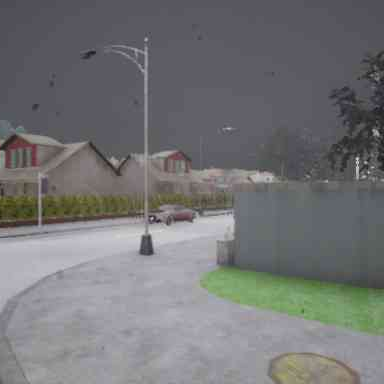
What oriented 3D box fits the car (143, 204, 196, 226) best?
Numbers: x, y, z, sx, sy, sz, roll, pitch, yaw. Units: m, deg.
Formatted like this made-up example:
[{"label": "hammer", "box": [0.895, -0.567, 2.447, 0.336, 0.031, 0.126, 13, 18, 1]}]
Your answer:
[{"label": "car", "box": [-1.509, 1.576, 23.707, 1.994, 1.385, 4.181, 0, 0, 36]}]
